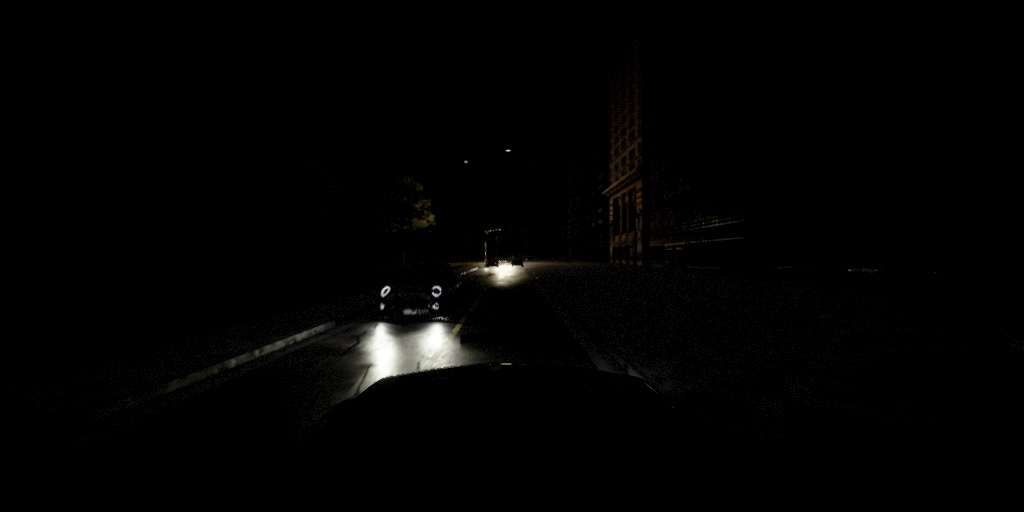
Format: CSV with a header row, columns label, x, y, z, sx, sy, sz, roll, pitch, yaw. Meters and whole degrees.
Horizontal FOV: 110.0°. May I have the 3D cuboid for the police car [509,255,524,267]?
label,x,y,z,sx,sy,sz,roll,pitch,yaw
police car,0.926,1.003,60.246,1.930,1.638,5.238,0,0,0

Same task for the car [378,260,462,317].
label,x,y,z,sx,sy,sz,roll,pitch,yaw
car,-3.094,1.065,12.879,2.097,1.767,4.553,0,0,0

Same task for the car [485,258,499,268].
label,x,y,z,sx,sy,sz,roll,pitch,yaw
car,-3.030,1.072,55.358,1.882,1.535,5.008,0,0,1
